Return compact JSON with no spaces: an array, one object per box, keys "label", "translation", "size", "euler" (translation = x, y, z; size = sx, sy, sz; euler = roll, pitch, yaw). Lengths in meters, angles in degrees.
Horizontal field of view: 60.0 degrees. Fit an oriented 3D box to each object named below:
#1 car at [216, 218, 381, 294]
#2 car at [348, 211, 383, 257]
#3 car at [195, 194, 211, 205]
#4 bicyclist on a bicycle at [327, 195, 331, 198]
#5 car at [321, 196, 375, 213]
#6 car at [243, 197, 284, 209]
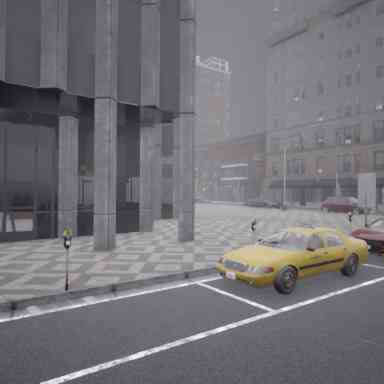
[{"label":"car","translation":[2.821,1.527,8.777],"size":[4.829,1.417,1.752],"euler":[0,1,-36]},{"label":"car","translation":[7.535,1.547,12.148],"size":[4.507,1.381,1.887],"euler":[0,1,-36]},{"label":"car","translation":[0.862,1.116,50.653],"size":[2.128,1.511,4.902],"euler":[1,1,-35]},{"label":"bicyclist on a bicycle","translation":[16.332,1.158,39.536],"size":[1.656,1.620,0.582],"euler":[0,0,-35]},{"label":"car","translation":[14.576,1.198,31.210],"size":[2.097,1.767,4.553],"euler":[1,0,-35]},{"label":"car","translation":[8.534,1.298,39.754],"size":[2.033,1.411,5.357],"euler":[1,0,-36]}]
